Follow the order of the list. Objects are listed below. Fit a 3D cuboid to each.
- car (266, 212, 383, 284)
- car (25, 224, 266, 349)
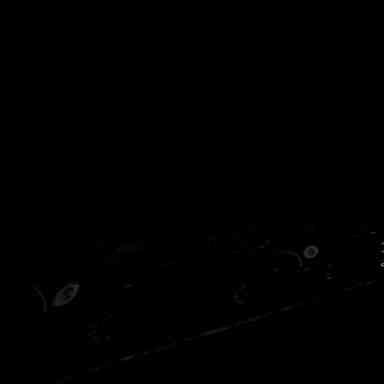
[{"bbox_3d":[3.773,1.432,9.458,4.097,1.590,1.967,0,0,-36],"label":"car"},{"bbox_3d":[-0.817,1.437,6.184,4.097,1.590,1.967,0,0,-36],"label":"car"}]
